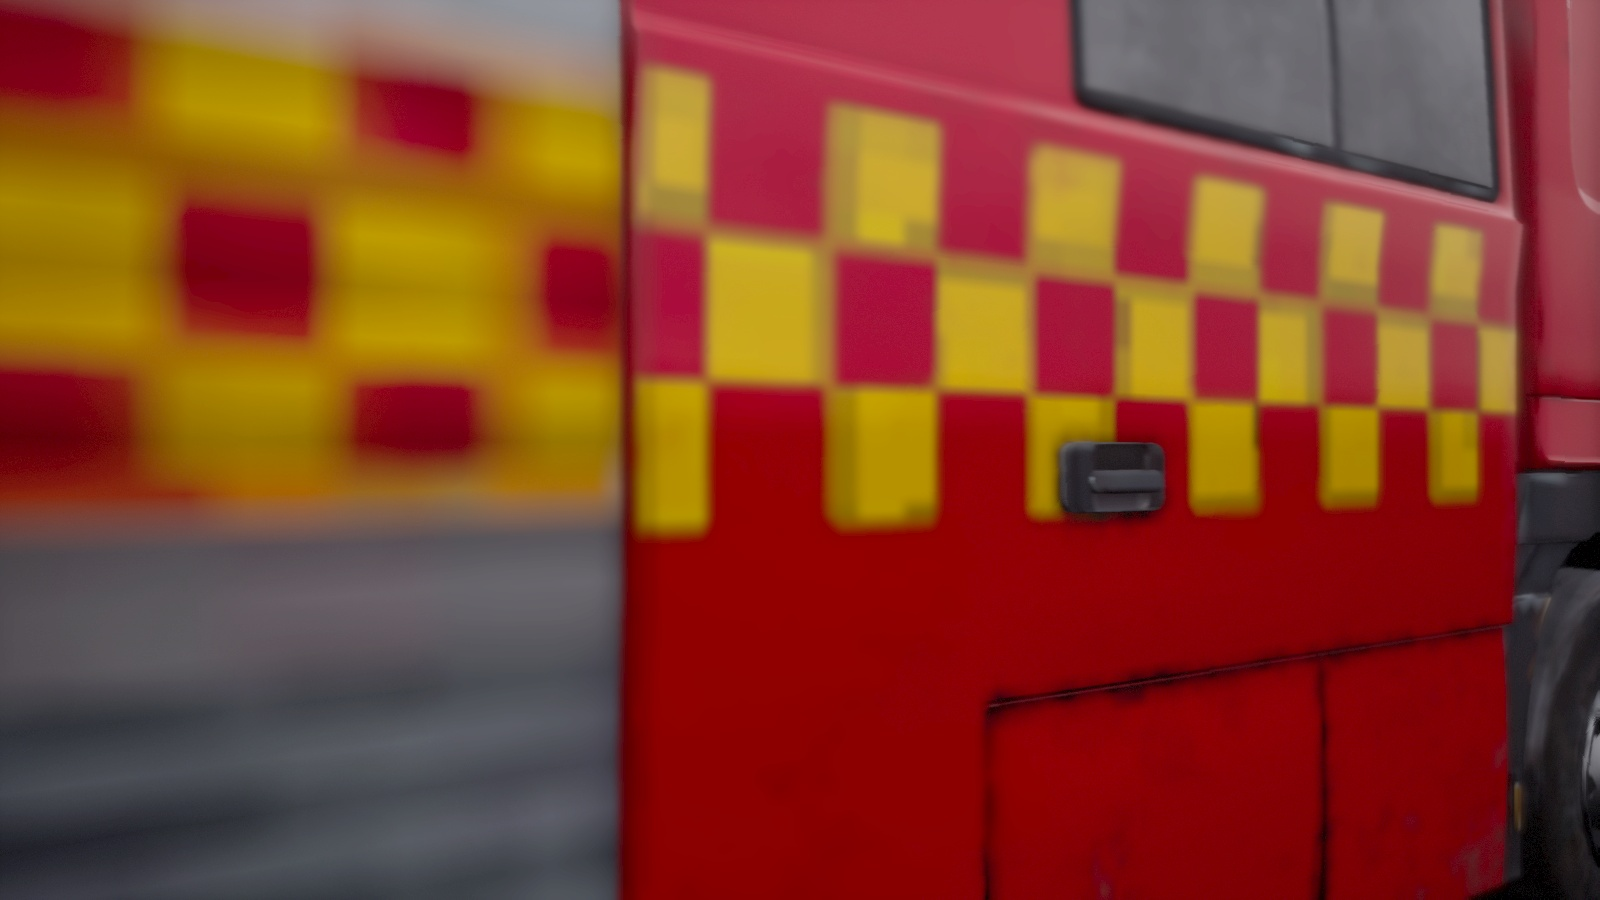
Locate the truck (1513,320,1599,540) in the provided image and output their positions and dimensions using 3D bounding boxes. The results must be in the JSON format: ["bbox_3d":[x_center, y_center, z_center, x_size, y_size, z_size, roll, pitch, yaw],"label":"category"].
[{"bbox_3d":[17.393,-0.341,24.312,8.468,3.827,2.891,0,0,-35],"label":"truck"}]

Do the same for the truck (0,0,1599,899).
[{"bbox_3d":[-0.197,-0.397,3.525,8.468,3.827,2.891,0,0,-35],"label":"truck"}]
